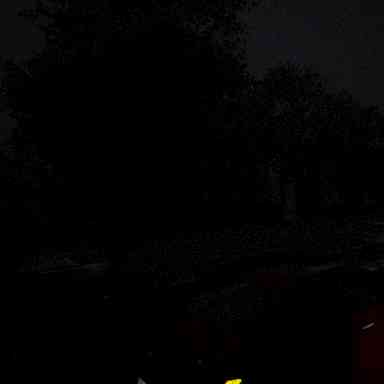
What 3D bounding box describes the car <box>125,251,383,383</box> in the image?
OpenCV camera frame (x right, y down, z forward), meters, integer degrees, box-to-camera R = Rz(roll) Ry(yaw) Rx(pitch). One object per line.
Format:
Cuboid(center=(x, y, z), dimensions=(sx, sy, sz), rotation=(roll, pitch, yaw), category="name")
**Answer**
Cuboid(center=(1.479, 1.511, 4.187), dimensions=(4.674, 1.442, 1.812), rotation=(0, 0, -35), category="car")
